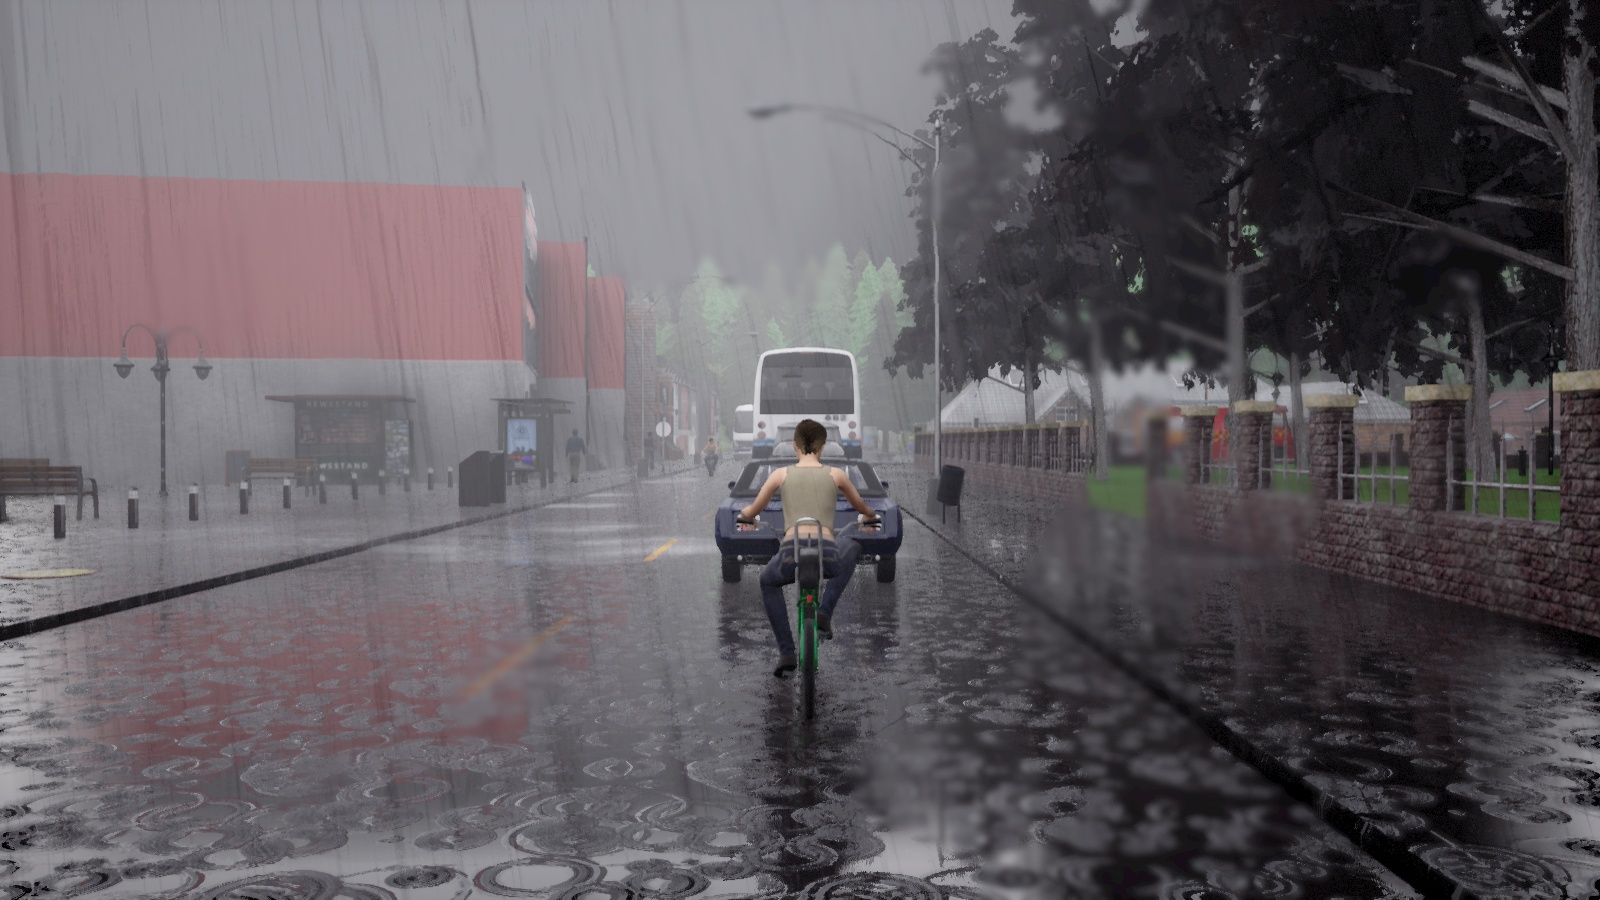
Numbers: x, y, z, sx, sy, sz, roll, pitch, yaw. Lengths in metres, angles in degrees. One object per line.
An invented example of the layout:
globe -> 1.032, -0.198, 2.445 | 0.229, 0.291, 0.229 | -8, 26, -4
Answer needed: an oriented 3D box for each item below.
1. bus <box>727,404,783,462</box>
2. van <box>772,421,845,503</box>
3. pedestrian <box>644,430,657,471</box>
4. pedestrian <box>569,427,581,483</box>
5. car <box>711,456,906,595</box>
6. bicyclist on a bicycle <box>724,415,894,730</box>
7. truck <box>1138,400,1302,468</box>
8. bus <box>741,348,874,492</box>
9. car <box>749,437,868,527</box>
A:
bus -> -3.348, -1.313, 97.208 | 3.944, 4.253, 10.273 | 0, 0, 0
van -> 0.217, 0.271, 32.577 | 1.775, 1.987, 4.442 | 0, 0, 0
pedestrian -> -7.128, 0.024, 59.802 | 0.402, 1.930, 0.666 | 0, 0, 16
pedestrian -> -7.433, 0.159, 41.446 | 0.370, 1.835, 0.726 | 0, 0, -9
car -> 0.096, 0.745, 14.566 | 1.895, 1.301, 4.718 | 0, 0, 0
bicyclist on a bicycle -> 0.049, 0.633, 7.193 | 0.866, 1.612, 1.509 | 0, 0, 0
truck -> 24.151, -0.907, 72.527 | 8.468, 3.827, 2.891 | 0, 0, -1
bus -> 0.289, -0.926, 42.312 | 3.944, 4.253, 10.273 | 0, 0, 1
car -> 0.156, 0.528, 23.590 | 2.007, 1.525, 4.514 | 0, 0, 0
